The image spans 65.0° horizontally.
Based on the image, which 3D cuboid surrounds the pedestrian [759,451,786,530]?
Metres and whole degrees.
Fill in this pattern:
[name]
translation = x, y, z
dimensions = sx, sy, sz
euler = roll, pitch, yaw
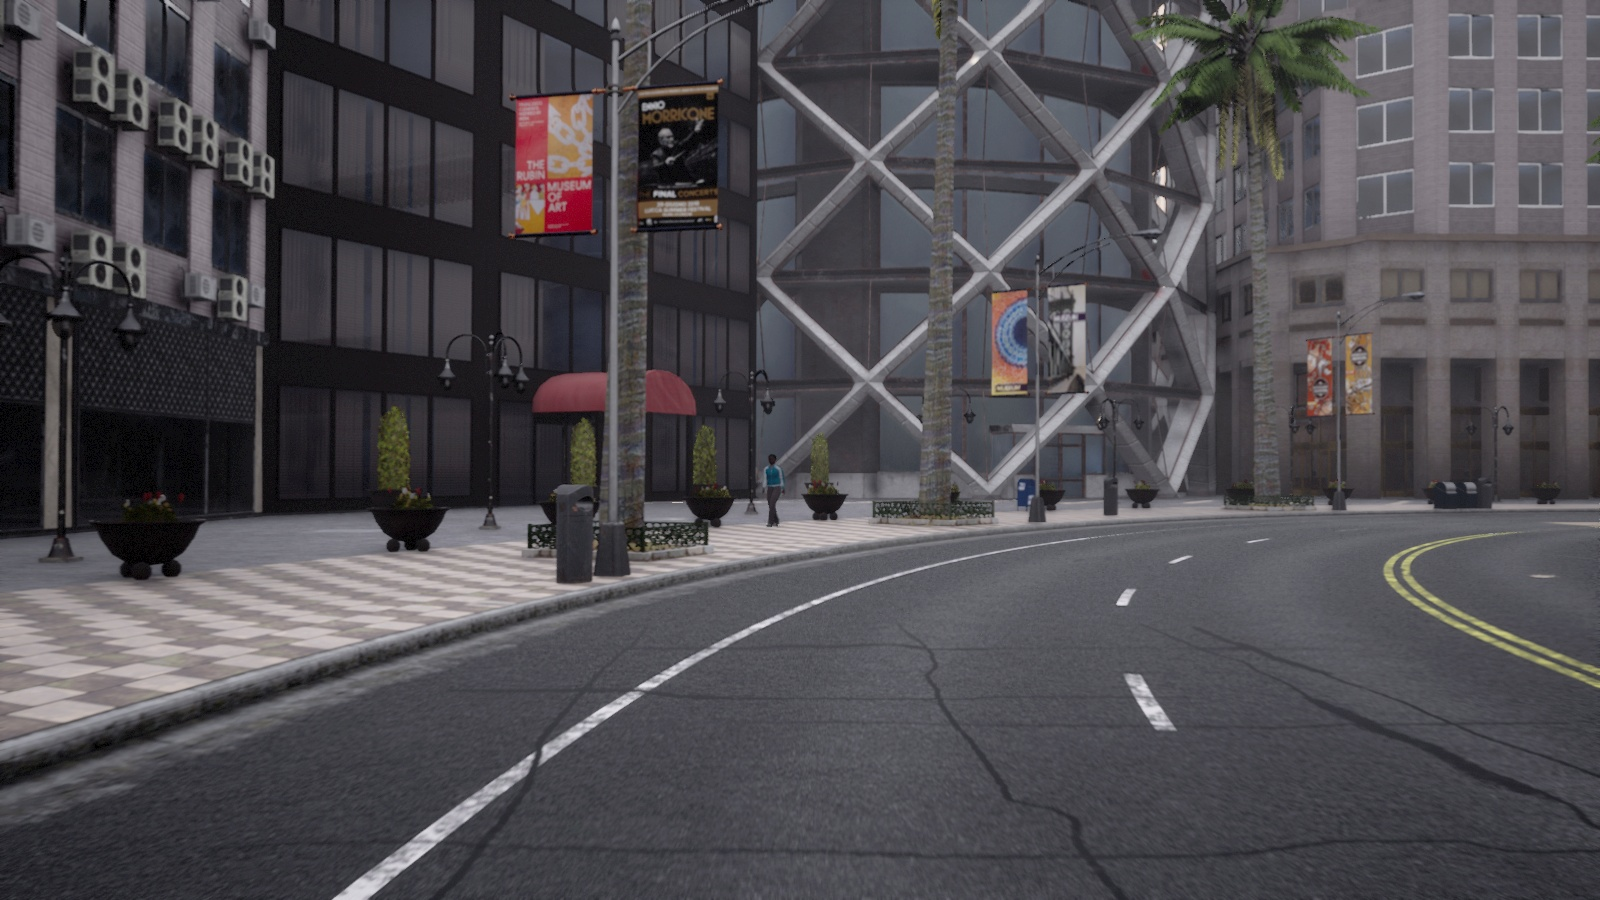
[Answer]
[pedestrian]
translation = -0.678, 0.985, 30.861
dimensions = 0.396, 1.930, 0.692
euler = -1, -1, 24
